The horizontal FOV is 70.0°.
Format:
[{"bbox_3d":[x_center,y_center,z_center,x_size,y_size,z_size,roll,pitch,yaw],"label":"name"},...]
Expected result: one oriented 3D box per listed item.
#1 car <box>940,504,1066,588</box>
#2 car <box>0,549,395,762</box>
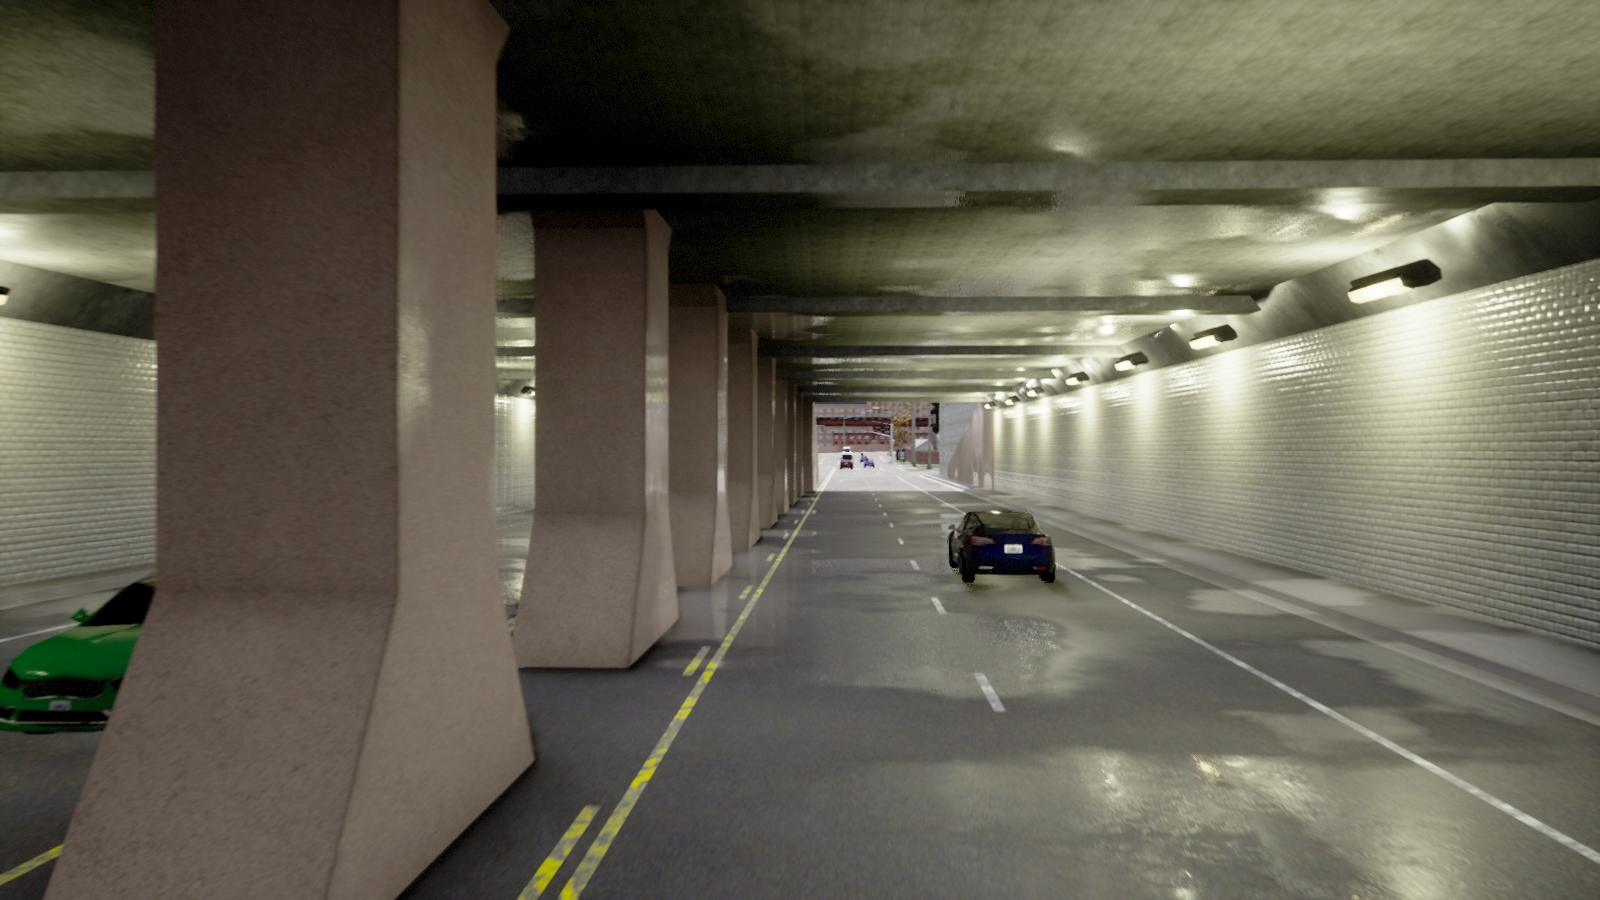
[{"bbox_3d":[4.420,2.063,25.616,2.163,1.488,4.792,0,0,2],"label":"car"},{"bbox_3d":[-6.586,2.060,12.758,2.231,1.480,4.892,0,0,2],"label":"car"}]
